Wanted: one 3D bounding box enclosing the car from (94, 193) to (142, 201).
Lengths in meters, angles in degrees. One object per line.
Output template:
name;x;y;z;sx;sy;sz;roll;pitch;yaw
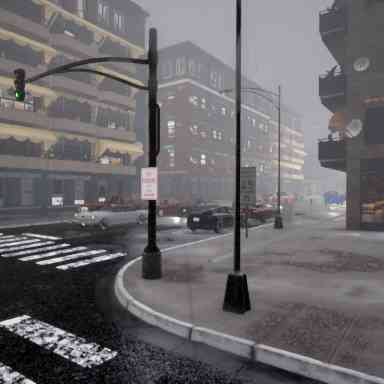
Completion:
car;-5.420;1.031;22.808;2.192;1.841;5.009;2;2;35

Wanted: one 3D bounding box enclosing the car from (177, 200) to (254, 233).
car;1.409;1.348;17.961;1.947;1.339;4.313;2;2;35

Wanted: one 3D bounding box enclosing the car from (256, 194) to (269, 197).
car;5.797;1.012;34.267;1.837;1.490;4.892;1;1;35

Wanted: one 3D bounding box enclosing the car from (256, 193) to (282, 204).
car;10.603;0.880;45.594;1.947;1.339;4.313;2;2;35

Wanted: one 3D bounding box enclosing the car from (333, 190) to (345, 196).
car;36.243;0.255;82.044;1.802;1.307;4.206;2;2;35

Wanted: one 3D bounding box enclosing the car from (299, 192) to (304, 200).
car;17.012;0.719;54.707;1.947;1.339;4.313;2;2;35

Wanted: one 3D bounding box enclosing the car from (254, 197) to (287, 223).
car;4.614;1.283;22.517;1.802;1.307;4.206;2;2;35

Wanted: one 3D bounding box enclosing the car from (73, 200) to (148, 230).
car;-4.549;1.368;19.565;1.895;1.301;4.718;1;1;35

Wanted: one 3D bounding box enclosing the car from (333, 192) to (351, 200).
car;25.883;0.695;57.272;1.895;1.301;4.718;1;1;35

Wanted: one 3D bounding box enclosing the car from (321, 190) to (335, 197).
car;29.833;0.378;72.931;1.887;1.381;4.507;2;2;35

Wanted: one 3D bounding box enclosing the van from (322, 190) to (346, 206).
van;17.437;0.721;40.737;1.690;1.788;3.998;2;2;35

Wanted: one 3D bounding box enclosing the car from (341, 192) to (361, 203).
car;23.844;0.763;49.853;1.887;1.381;4.507;2;2;35

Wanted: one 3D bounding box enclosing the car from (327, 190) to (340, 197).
car;33.038;0.335;77.488;1.802;1.307;4.206;2;2;35

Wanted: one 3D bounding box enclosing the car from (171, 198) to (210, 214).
car;0.545;1.203;26.830;1.994;1.385;4.181;1;1;34

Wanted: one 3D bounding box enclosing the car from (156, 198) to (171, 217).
car;-2.217;1.180;27.370;1.887;1.381;4.507;2;2;35

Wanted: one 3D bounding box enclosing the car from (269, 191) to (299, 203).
car;11.502;0.717;42.328;2.097;1.767;4.553;1;1;36
